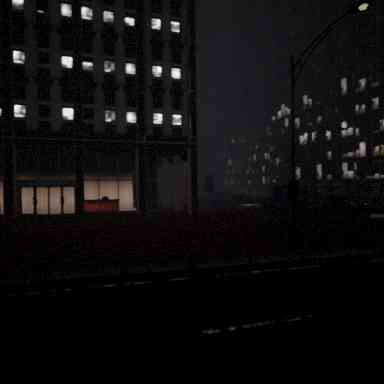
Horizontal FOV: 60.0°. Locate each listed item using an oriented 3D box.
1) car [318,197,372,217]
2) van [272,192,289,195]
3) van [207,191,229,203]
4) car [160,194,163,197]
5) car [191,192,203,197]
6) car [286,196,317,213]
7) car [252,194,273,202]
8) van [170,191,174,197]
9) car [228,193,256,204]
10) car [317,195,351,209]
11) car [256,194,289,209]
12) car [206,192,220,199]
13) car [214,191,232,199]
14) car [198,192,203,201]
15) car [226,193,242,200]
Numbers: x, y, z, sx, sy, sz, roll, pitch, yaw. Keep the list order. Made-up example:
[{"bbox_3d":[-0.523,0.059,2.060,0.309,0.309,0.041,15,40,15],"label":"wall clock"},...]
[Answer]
[{"bbox_3d":[13.556,1.431,29.171,1.947,1.339,4.313,0,1,-19],"label":"car"},{"bbox_3d":[14.250,0.868,53.432,1.690,1.788,3.998,0,1,-19],"label":"van"},{"bbox_3d":[4.483,0.952,56.099,1.690,1.788,3.998,0,1,-19],"label":"van"},{"bbox_3d":[-6.551,0.736,88.367,1.967,1.590,4.097,0,1,-19],"label":"car"},{"bbox_3d":[1.378,0.711,91.078,2.008,1.369,4.403,0,1,-19],"label":"car"},{"bbox_3d":[11.733,1.397,34.557,1.802,1.307,4.206,0,1,-19],"label":"car"},{"bbox_3d":[12.413,1.057,58.812,1.802,1.307,4.206,0,1,-19],"label":"car"},{"bbox_3d":[-4.713,0.689,82.989,1.690,1.788,3.998,0,1,-19],"label":"van"},{"bbox_3d":[8.155,1.079,53.465,1.882,1.535,5.008,-1,0,-18],"label":"car"},{"bbox_3d":[15.108,1.146,33.006,2.097,1.767,4.553,-1,1,-19],"label":"car"},{"bbox_3d":[9.949,1.330,39.953,1.947,1.339,4.313,0,1,-19],"label":"car"},{"bbox_3d":[5.055,0.706,80.322,1.967,1.590,4.097,0,1,-19],"label":"car"},{"bbox_3d":[6.894,0.633,74.943,2.192,1.841,5.009,0,1,-19],"label":"car"},{"bbox_3d":[0.805,1.057,66.858,2.008,1.369,4.403,0,1,-19],"label":"car"},{"bbox_3d":[8.734,0.953,69.568,1.802,1.307,4.206,0,1,-19],"label":"car"}]
